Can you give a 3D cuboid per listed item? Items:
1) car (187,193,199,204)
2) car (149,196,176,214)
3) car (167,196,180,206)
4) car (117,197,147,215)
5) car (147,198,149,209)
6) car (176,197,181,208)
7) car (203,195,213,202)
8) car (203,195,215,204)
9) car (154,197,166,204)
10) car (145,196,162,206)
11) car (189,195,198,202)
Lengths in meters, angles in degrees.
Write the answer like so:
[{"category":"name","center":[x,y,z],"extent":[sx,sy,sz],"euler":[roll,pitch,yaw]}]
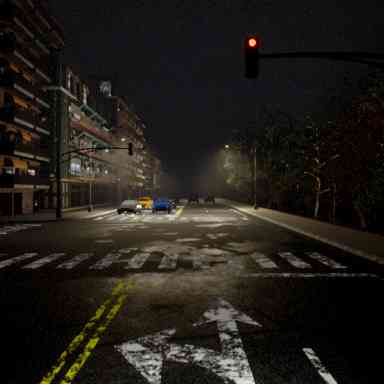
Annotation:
[{"category":"car","center":[0.281,1.242,66.140],"extent":[2.150,2.045,5.566],"euler":[0,0,0]},{"category":"car","center":[-3.186,1.482,36.374],"extent":[1.882,1.535,5.008],"euler":[0,0,1]},{"category":"car","center":[-3.014,1.518,55.916],"extent":[1.837,1.490,4.892],"euler":[0,0,0]},{"category":"car","center":[-6.444,1.552,34.935],"extent":[2.033,1.411,5.357],"euler":[0,0,0]},{"category":"car","center":[-6.362,1.485,44.588],"extent":[1.882,1.535,5.008],"euler":[0,0,1]},{"category":"car","center":[-3.099,1.500,45.855],"extent":[2.128,1.511,4.902],"euler":[0,0,1]},{"category":"car","center":[3.576,1.498,76.514],"extent":[2.033,1.411,5.357],"euler":[0,0,0]},{"category":"car","center":[3.531,1.525,66.094],"extent":[1.837,1.490,4.892],"euler":[0,0,0]},{"category":"car","center":[-6.224,1.620,65.052],"extent":[1.895,1.301,4.718],"euler":[0,0,0]},{"category":"car","center":[-6.270,1.504,54.728],"extent":[2.128,1.511,4.902],"euler":[0,0,0]},{"category":"car","center":[0.327,1.483,76.529],"extent":[2.128,1.511,4.902],"euler":[0,0,0]}]
